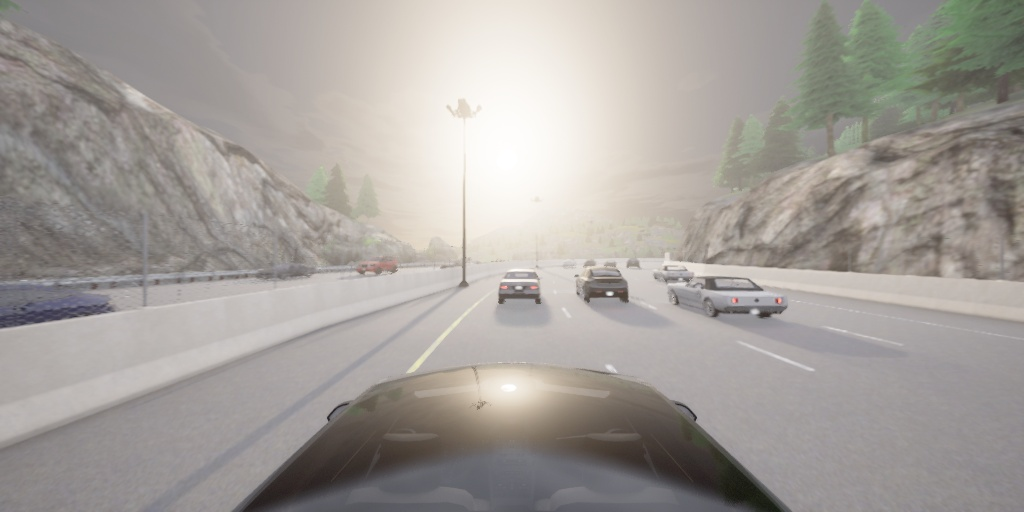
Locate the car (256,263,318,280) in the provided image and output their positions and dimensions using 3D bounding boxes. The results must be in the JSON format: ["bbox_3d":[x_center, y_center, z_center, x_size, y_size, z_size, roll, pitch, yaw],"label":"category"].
[{"bbox_3d":[-19.306,1.292,31.080,2.033,1.411,5.357,0,0,8],"label":"car"}]

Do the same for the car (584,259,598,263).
[{"bbox_3d":[13.774,1.259,62.731,1.837,1.490,4.892,-1,0,20],"label":"car"}]

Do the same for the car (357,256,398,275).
[{"bbox_3d":[-14.497,0.967,39.057,2.150,2.045,5.566,0,0,11],"label":"car"}]

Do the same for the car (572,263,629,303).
[{"bbox_3d":[4.083,1.256,16.757,1.837,1.490,4.892,0,0,4],"label":"car"}]

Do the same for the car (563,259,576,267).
[{"bbox_3d":[10.210,1.279,63.277,1.812,1.442,4.674,0,0,19],"label":"car"}]

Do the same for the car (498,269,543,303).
[{"bbox_3d":[0.449,1.298,16.579,2.033,1.411,5.357,0,0,4],"label":"car"}]

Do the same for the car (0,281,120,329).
[{"bbox_3d":[-10.509,1.273,6.806,1.812,1.442,4.674,0,0,1],"label":"car"}]

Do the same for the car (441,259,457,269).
[{"bbox_3d":[-8.368,1.250,50.850,1.837,1.490,4.892,0,0,14],"label":"car"}]

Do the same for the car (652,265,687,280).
[{"bbox_3d":[12.243,1.354,27.548,1.895,1.301,4.718,0,0,8],"label":"car"}]

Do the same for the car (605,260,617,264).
[{"bbox_3d":[17.178,1.356,62.079,1.895,1.301,4.718,0,0,20],"label":"car"}]

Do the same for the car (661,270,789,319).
[{"bbox_3d":[7.288,1.353,12.834,1.895,1.301,4.718,0,0,2],"label":"car"}]

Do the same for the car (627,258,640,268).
[{"bbox_3d":[20.657,1.108,61.059,2.097,1.767,4.553,0,0,20],"label":"car"}]

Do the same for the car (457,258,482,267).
[{"bbox_3d":[-5.332,1.274,48.589,1.812,1.442,4.674,0,0,14],"label":"car"}]
